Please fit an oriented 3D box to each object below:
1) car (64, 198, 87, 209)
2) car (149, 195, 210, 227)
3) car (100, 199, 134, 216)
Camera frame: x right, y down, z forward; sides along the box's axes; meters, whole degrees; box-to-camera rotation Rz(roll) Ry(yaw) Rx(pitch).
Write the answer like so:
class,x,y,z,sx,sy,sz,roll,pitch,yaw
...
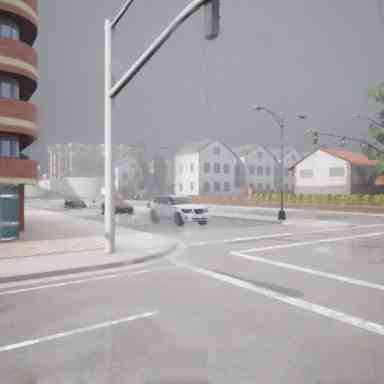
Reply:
class,x,y,z,sx,sy,sz,roll,pitch,yaw
car,-15.815,1.547,44.909,2.033,1.411,5.357,0,0,-34
car,-1.053,1.221,23.514,2.150,2.045,5.566,0,0,-35
car,-7.428,1.477,32.738,1.882,1.535,5.008,0,0,-35
